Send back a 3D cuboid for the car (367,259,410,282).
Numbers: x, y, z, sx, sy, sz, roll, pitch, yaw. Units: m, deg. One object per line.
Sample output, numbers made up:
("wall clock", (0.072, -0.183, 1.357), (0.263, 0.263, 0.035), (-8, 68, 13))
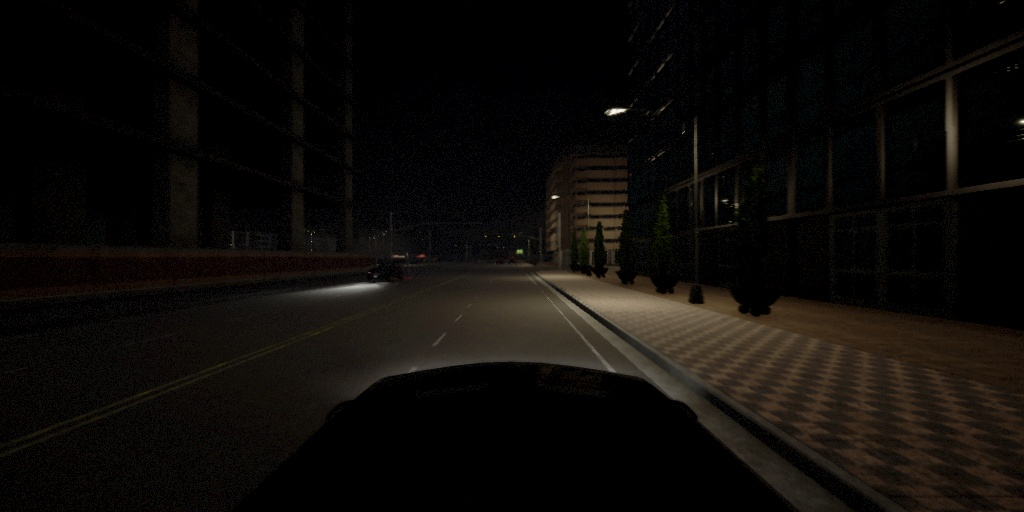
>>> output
("car", (-10.494, 1.301, 30.013), (2.128, 1.511, 4.902), (0, 0, 0))
